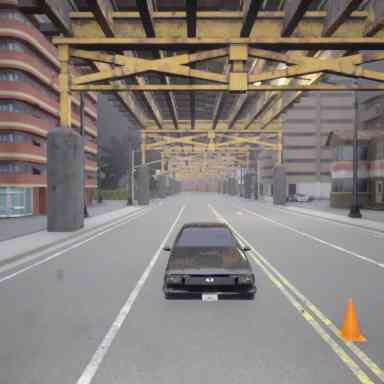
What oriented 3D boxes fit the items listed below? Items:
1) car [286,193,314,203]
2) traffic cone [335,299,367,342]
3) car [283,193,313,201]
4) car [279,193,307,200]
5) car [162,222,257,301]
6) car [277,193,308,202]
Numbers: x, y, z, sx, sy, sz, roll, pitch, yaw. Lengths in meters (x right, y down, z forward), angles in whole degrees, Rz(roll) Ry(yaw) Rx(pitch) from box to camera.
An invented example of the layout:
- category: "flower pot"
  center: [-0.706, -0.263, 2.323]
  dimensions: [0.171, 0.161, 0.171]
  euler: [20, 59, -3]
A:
- category: "car"
  center: [17.459, 1.005, 54.864]
  dimensions: [4.974, 1.542, 2.038]
  euler: [0, 1, -20]
- category: "traffic cone"
  center: [2.453, 1.949, 5.141]
  dimensions: [0.340, 0.580, 0.340]
  euler: [0, 0, 0]
- category: "car"
  center: [17.508, 0.847, 54.880]
  dimensions: [4.536, 1.218, 1.853]
  euler: [0, 1, -20]
- category: "car"
  center: [17.854, 0.800, 58.997]
  dimensions: [4.536, 1.218, 1.853]
  euler: [0, 1, 25]
- category: "car"
  center: [0.361, 1.533, 8.748]
  dimensions: [2.033, 1.411, 5.357]
  euler: [0, 0, 1]
- category: "car"
  center: [17.807, 0.958, 59.020]
  dimensions: [4.974, 1.542, 2.038]
  euler: [0, 1, 25]
